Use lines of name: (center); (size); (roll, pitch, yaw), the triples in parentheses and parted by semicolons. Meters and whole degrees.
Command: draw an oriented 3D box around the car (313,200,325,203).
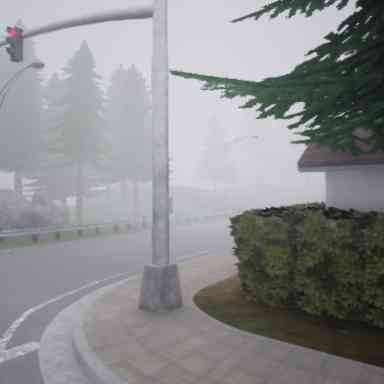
car: (16.091, 1.745, 41.458); (4.674, 1.442, 1.812); (0, -1, -23)
